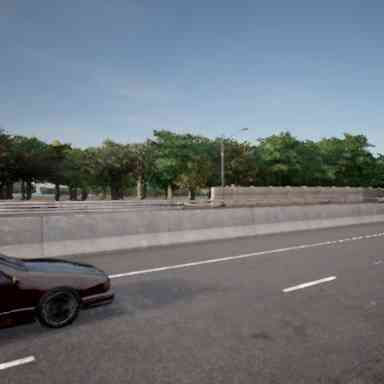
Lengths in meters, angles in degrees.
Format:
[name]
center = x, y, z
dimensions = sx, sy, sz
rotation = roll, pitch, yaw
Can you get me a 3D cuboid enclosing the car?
[car]
center = -4.016, 1.548, 5.181
dimensions = 5.357, 1.411, 2.033
rotation = 0, 0, -36
